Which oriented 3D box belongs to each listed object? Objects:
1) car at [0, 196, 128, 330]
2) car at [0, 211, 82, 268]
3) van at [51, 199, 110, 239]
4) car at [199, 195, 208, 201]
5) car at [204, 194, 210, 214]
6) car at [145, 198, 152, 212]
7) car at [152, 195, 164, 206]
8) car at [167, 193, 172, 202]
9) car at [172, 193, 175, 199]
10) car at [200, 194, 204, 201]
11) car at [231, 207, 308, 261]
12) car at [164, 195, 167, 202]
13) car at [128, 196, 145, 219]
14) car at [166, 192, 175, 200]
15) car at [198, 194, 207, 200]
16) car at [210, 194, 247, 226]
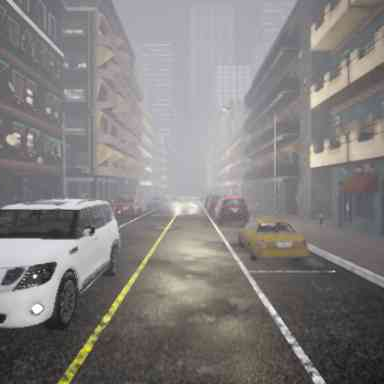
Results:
[{"bbox_3d":[-3.079,1.201,7.222,2.150,2.045,5.566,0,0,0],"label":"car"},{"bbox_3d":[-5.671,1.518,11.828,2.008,1.369,4.403,-1,0,0],"label":"car"},{"bbox_3d":[-5.675,1.293,17.430,1.690,1.788,3.998,-1,0,0],"label":"van"},{"bbox_3d":[2.661,1.354,79.026,1.947,1.339,4.313,-1,0,0],"label":"car"},{"bbox_3d":[2.668,1.222,34.209,2.192,1.841,5.009,-1,0,0],"label":"car"},{"bbox_3d":[-5.716,1.458,34.237,2.008,1.369,4.403,-1,0,0],"label":"car"},{"bbox_3d":[-5.712,1.444,51.043,1.802,1.307,4.206,-1,0,0],"label":"car"},{"bbox_3d":[-5.716,1.369,67.849,2.008,1.369,4.403,-1,0,0],"label":"car"},{"bbox_3d":[-5.719,1.339,79.053,2.008,1.369,4.403,-1,0,0],"label":"car"},{"bbox_3d":[2.666,1.192,45.413,2.192,1.841,5.009,-1,0,0],"label":"car"},{"bbox_3d":[2.676,1.492,11.972,1.752,1.417,4.829,-1,0,0],"label":"car"},{"bbox_3d":[-5.714,1.429,56.645,1.802,1.307,4.206,-1,0,0],"label":"car"},{"bbox_3d":[-5.701,1.237,28.634,2.192,1.841,5.009,-1,0,0],"label":"car"},{"bbox_3d":[-5.725,1.075,90.256,2.192,1.841,5.009,-1,0,0],"label":"car"},{"bbox_3d":[2.658,1.214,84.628,1.967,1.590,4.097,-1,0,0],"label":"car"},{"bbox_3d":[2.671,1.252,23.005,2.192,1.841,5.009,-1,0,0],"label":"car"}]
